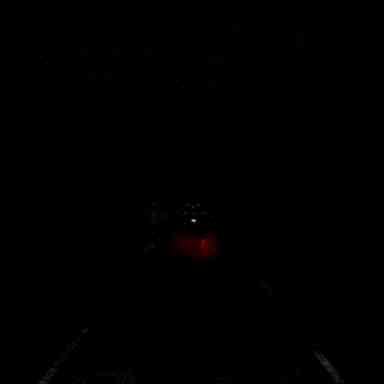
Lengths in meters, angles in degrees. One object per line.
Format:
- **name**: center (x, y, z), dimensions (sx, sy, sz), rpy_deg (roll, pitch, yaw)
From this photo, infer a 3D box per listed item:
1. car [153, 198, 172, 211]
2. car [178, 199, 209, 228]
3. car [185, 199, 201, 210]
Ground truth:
- **car**: center (-3.563, 1.467, 40.235), dimensions (1.812, 1.442, 4.674), rpy_deg (0, 0, 0)
- **car**: center (0.108, 1.461, 21.904), dimensions (2.128, 1.511, 4.902), rpy_deg (0, 0, 0)
- **car**: center (0.113, 1.539, 41.999), dimensions (1.895, 1.301, 4.718), rpy_deg (0, 0, 0)
